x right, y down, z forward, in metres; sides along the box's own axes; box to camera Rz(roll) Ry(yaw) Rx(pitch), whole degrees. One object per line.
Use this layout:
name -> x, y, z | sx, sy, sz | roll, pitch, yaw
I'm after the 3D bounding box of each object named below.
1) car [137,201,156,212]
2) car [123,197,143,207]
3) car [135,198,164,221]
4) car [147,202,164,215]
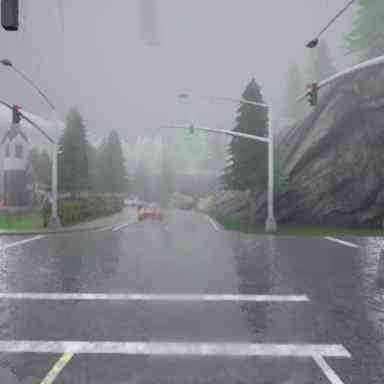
car -> -6.963, 2.171, 50.666 | 1.994, 1.385, 4.181 | 0, -1, -19
car -> -11.943, 2.034, 67.608 | 2.150, 2.045, 5.566 | 1, -1, -44
car -> -3.777, 1.727, 31.231 | 2.097, 1.767, 4.553 | 0, -1, -2
car -> -4.588, 1.997, 41.037 | 1.837, 1.490, 4.892 | 0, -1, -9
